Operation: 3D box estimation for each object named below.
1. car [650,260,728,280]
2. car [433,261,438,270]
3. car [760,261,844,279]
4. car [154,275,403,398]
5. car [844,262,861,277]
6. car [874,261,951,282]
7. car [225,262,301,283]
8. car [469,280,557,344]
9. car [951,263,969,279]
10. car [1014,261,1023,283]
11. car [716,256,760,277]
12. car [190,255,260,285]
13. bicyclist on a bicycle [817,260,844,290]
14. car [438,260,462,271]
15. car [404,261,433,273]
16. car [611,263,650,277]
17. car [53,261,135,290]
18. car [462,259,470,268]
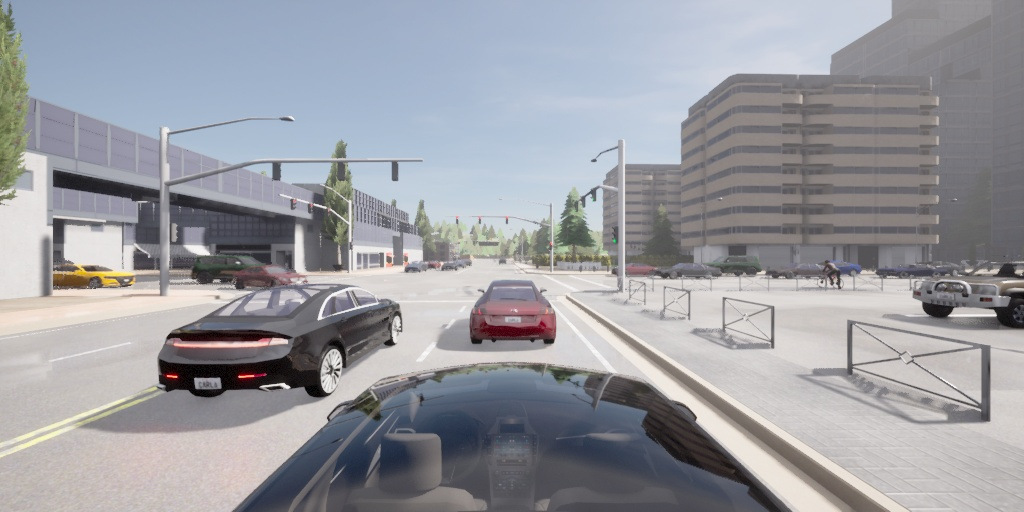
[{"bbox_3d":[15.238,1.297,31.129,5.357,1.411,2.033,0,0,-2],"label":"car"},{"bbox_3d":[-11.997,1.350,54.020,1.895,1.301,4.718,0,0,-1],"label":"car"},{"bbox_3d":[25.308,1.297,31.428,5.357,1.411,2.033,0,0,-2],"label":"car"},{"bbox_3d":[-3.473,1.241,6.518,2.128,1.511,4.902,0,0,0],"label":"car"},{"bbox_3d":[31.118,1.227,35.097,5.008,1.535,1.882,0,0,-2],"label":"car"},{"bbox_3d":[35.171,1.350,31.708,4.718,1.301,1.895,0,0,-2],"label":"car"},{"bbox_3d":[-14.293,1.275,21.201,4.674,1.442,1.812,0,0,20],"label":"car"},{"bbox_3d":[0.012,1.314,9.576,1.994,1.385,4.181,0,0,0],"label":"car"},{"bbox_3d":[41.233,1.254,35.359,4.892,1.490,1.837,0,0,-1],"label":"car"},{"bbox_3d":[43.303,1.313,28.308,4.181,1.385,1.994,0,0,-1],"label":"car"},{"bbox_3d":[21.092,0.971,34.806,5.566,2.045,2.150,0,0,-2],"label":"car"},{"bbox_3d":[-19.654,0.972,25.697,5.566,2.045,2.150,0,0,-1],"label":"car"},{"bbox_3d":[17.929,1.052,20.221,0.582,1.620,1.656,0,0,-2],"label":"bicyclist on a bicycle"},{"bbox_3d":[-8.359,1.313,48.890,1.994,1.385,4.181,0,0,-2],"label":"car"},{"bbox_3d":[-11.762,1.296,44.435,2.033,1.411,5.357,0,0,-1],"label":"car"},{"bbox_3d":[11.749,1.313,34.527,4.181,1.385,1.994,0,0,-2],"label":"car"},{"bbox_3d":[-26.260,1.227,22.040,5.008,1.535,1.882,0,0,-1],"label":"car"},{"bbox_3d":[-8.622,1.296,59.187,2.033,1.411,5.357,0,0,-1],"label":"car"}]
